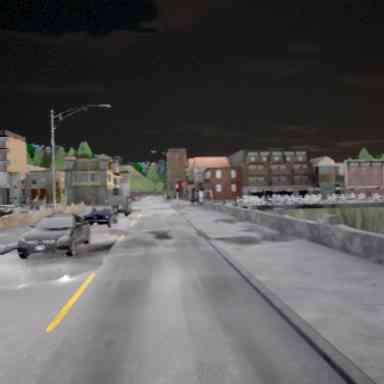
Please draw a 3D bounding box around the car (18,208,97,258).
[{"bbox_3d":[-5.351,1.627,13.523,1.812,1.442,4.674,-1,0,-6],"label":"car"}]

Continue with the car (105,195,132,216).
[{"bbox_3d":[-7.366,1.346,33.585,2.150,2.045,5.566,-1,0,-5],"label":"car"}]

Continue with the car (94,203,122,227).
[{"bbox_3d":[-6.356,1.714,23.341,1.895,1.301,4.718,-1,0,-6],"label":"car"}]
